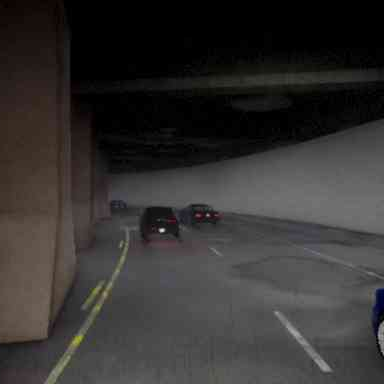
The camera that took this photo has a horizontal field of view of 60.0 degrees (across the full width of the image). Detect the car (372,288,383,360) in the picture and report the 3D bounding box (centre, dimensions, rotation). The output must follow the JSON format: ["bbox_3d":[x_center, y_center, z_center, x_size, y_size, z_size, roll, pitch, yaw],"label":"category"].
[{"bbox_3d":[3.411,1.453,2.509,1.882,1.535,5.008,0,0,-1],"label":"car"}]

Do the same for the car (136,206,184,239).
[{"bbox_3d":[-1.847,1.522,17.757,1.837,1.490,4.892,0,0,-11],"label":"car"}]

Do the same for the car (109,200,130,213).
[{"bbox_3d":[-8.782,1.621,38.244,2.033,1.411,5.357,0,0,-29],"label":"car"}]

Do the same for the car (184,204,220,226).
[{"bbox_3d":[0.378,1.549,23.865,2.033,1.411,5.357,0,0,-15],"label":"car"}]
